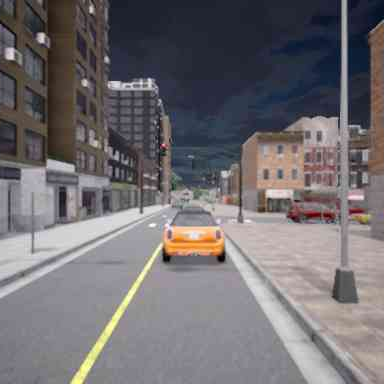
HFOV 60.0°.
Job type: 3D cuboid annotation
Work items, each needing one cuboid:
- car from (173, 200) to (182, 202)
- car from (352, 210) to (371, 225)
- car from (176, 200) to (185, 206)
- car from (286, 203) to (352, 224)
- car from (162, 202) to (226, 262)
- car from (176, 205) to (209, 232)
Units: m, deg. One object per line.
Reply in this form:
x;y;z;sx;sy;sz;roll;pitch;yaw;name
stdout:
-2.768;2.211;62.443;2.097;1.767;4.553;0;-1;0;car
16.531;2.183;29.282;4.829;1.417;1.752;1;-1;0;car
-2.736;2.521;78.541;2.033;1.411;5.357;0;-1;0;car
10.820;1.868;29.299;5.009;1.841;2.192;1;-1;0;car
0.072;1.442;12.685;2.097;1.767;4.553;0;0;0;car
0.148;1.700;22.417;1.837;1.490;4.892;0;-1;4;car
